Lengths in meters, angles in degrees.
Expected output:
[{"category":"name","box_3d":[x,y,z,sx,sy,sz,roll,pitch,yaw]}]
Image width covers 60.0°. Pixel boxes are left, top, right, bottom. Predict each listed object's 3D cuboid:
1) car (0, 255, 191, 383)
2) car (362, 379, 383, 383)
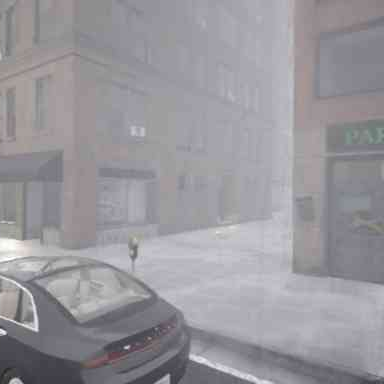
[{"category":"car","box_3d":[-2.068,1.518,4.313,4.403,1.369,2.008,1,0,35]},{"category":"car","box_3d":[2.557,1.574,1.035,4.313,1.339,1.947,1,0,35]}]
